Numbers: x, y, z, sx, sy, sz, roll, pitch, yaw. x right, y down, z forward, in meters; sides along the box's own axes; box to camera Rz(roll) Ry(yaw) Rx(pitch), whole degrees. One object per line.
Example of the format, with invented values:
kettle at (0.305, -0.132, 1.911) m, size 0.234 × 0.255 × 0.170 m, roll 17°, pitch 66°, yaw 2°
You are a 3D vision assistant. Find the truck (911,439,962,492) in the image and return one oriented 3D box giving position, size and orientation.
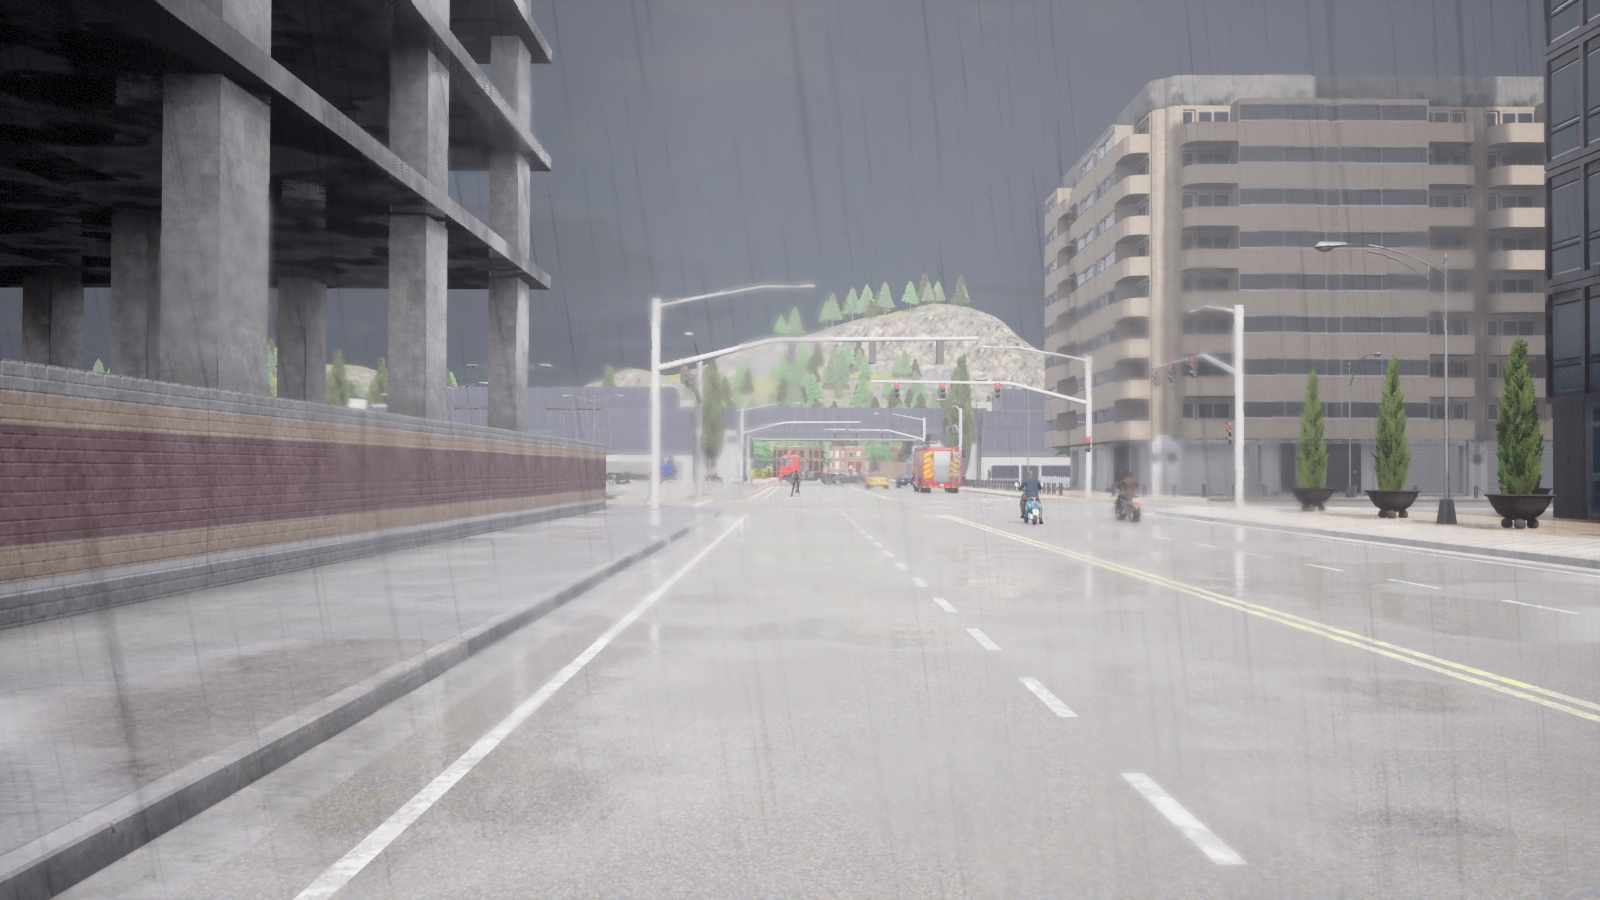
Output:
truck at (10.238, 1.204, 95.239) m, size 2.891 × 3.827 × 8.468 m, roll 0°, pitch -1°, yaw 0°

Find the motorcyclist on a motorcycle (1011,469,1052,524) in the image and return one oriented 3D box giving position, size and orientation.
motorcyclist on a motorcycle at (6.898, 1.369, 37.519) m, size 0.866 × 1.590 × 1.817 m, roll 0°, pitch -1°, yaw 0°

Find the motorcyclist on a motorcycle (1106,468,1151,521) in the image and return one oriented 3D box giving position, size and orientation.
motorcyclist on a motorcycle at (10.392, 1.390, 39.816) m, size 0.766 × 1.649 × 2.350 m, roll 0°, pitch -1°, yaw 0°
